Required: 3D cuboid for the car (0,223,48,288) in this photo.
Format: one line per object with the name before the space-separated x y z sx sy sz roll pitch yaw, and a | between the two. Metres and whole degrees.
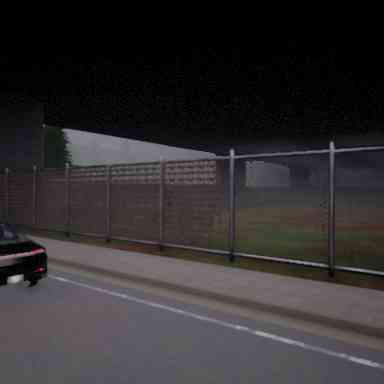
car | -5.350 1.436 7.819 4.902 1.511 2.128 1 0 36
